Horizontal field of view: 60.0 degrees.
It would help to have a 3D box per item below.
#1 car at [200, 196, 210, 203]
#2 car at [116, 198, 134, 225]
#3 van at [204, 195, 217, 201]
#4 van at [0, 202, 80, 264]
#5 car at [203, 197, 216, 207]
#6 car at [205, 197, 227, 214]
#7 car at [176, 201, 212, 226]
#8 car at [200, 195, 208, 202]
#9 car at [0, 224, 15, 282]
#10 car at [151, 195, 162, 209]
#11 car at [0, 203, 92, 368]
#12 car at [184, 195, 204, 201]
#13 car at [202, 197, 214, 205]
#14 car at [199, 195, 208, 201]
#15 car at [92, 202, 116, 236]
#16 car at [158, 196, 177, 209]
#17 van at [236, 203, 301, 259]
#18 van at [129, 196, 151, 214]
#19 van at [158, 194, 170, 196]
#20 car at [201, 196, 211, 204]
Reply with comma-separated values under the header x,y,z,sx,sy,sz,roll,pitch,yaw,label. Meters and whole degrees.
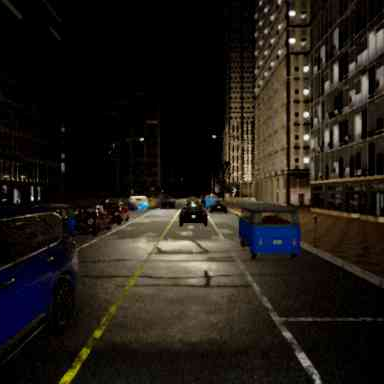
x,y,z,sx,sy,sz,roll,pitch,yaw,label
2.693,1.487,69.009,2.008,1.369,4.403,0,0,0,car
-5.689,1.437,23.660,1.967,1.590,4.097,0,0,0,car
2.692,1.315,46.335,1.690,1.788,3.998,0,0,0,van
-5.690,1.341,12.323,1.690,1.788,3.998,0,0,0,van
2.692,1.532,52.004,1.947,1.339,4.313,0,0,0,car
2.691,1.554,34.998,1.947,1.339,4.313,0,0,0,car
0.101,1.561,23.612,1.994,1.385,4.181,0,0,0,car
2.693,1.449,74.850,1.752,1.417,4.829,0,0,0,car
-5.690,1.545,6.654,1.887,1.381,4.507,0,0,0,car
-5.689,1.499,46.166,1.752,1.417,4.829,0,0,0,car
-3.100,1.222,3.820,2.150,2.045,5.566,0,0,0,car
0.099,1.332,42.000,2.097,1.767,4.553,0,0,0,car
2.692,1.523,57.673,1.947,1.339,4.313,0,0,0,car
2.693,1.462,80.348,2.008,1.369,4.403,0,0,0,car
-5.690,1.439,17.992,1.967,1.590,4.097,0,0,0,car
-3.090,1.577,44.496,1.895,1.301,4.718,0,0,0,car
2.691,1.341,12.323,1.690,1.788,3.998,0,0,0,van
-5.689,1.329,34.998,1.690,1.788,3.998,0,0,0,van
-5.688,1.289,63.340,1.690,1.788,3.998,0,0,0,van
2.692,1.473,63.512,1.752,1.417,4.829,0,0,0,car
